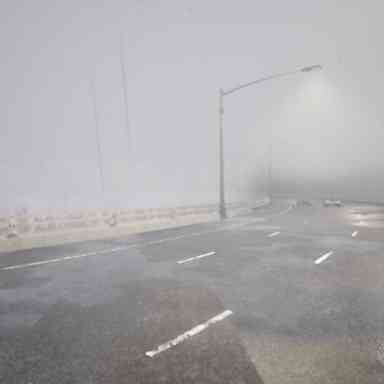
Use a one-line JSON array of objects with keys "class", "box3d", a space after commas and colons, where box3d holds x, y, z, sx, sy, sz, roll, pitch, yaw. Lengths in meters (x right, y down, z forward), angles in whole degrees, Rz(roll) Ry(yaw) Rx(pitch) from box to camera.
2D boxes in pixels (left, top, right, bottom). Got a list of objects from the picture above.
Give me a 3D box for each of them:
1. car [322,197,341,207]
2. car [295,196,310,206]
[{"class": "car", "box3d": [18.850, 1.376, 45.161, 1.895, 1.301, 4.718, 0, 0, 16]}, {"class": "car", "box3d": [16.412, 1.319, 49.346, 2.033, 1.411, 5.357, 0, 0, 14]}]
